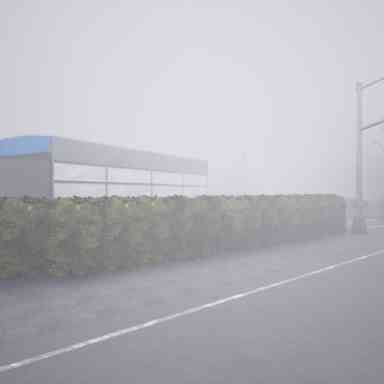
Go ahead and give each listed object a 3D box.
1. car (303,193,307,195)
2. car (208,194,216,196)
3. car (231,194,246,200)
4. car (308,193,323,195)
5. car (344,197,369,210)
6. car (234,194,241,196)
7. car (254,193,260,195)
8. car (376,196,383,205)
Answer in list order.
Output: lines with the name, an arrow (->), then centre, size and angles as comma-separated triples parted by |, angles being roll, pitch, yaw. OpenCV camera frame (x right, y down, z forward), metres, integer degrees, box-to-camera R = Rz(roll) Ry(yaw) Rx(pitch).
car -> 24.932, 1.077, 72.649 | 3.866, 1.878, 1.905 | 0, 0, -41
car -> 4.481, 1.298, 85.273 | 4.514, 1.523, 2.007 | 0, 0, -41
car -> 12.221, 1.232, 87.059 | 3.806, 1.475, 1.970 | 0, 0, -41
car -> 27.130, 1.097, 70.705 | 4.605, 1.855, 1.932 | 0, 0, -41
car -> 19.277, 1.339, 39.577 | 4.514, 1.523, 2.007 | 0, 0, -41
car -> 8.906, 1.298, 63.555 | 4.514, 1.523, 2.007 | 0, 0, -41
car -> 16.631, 1.154, 82.385 | 5.027, 1.636, 2.152 | 0, 0, -41
car -> 31.502, 1.384, 53.928 | 3.806, 1.475, 1.970 | 0, 0, -41
